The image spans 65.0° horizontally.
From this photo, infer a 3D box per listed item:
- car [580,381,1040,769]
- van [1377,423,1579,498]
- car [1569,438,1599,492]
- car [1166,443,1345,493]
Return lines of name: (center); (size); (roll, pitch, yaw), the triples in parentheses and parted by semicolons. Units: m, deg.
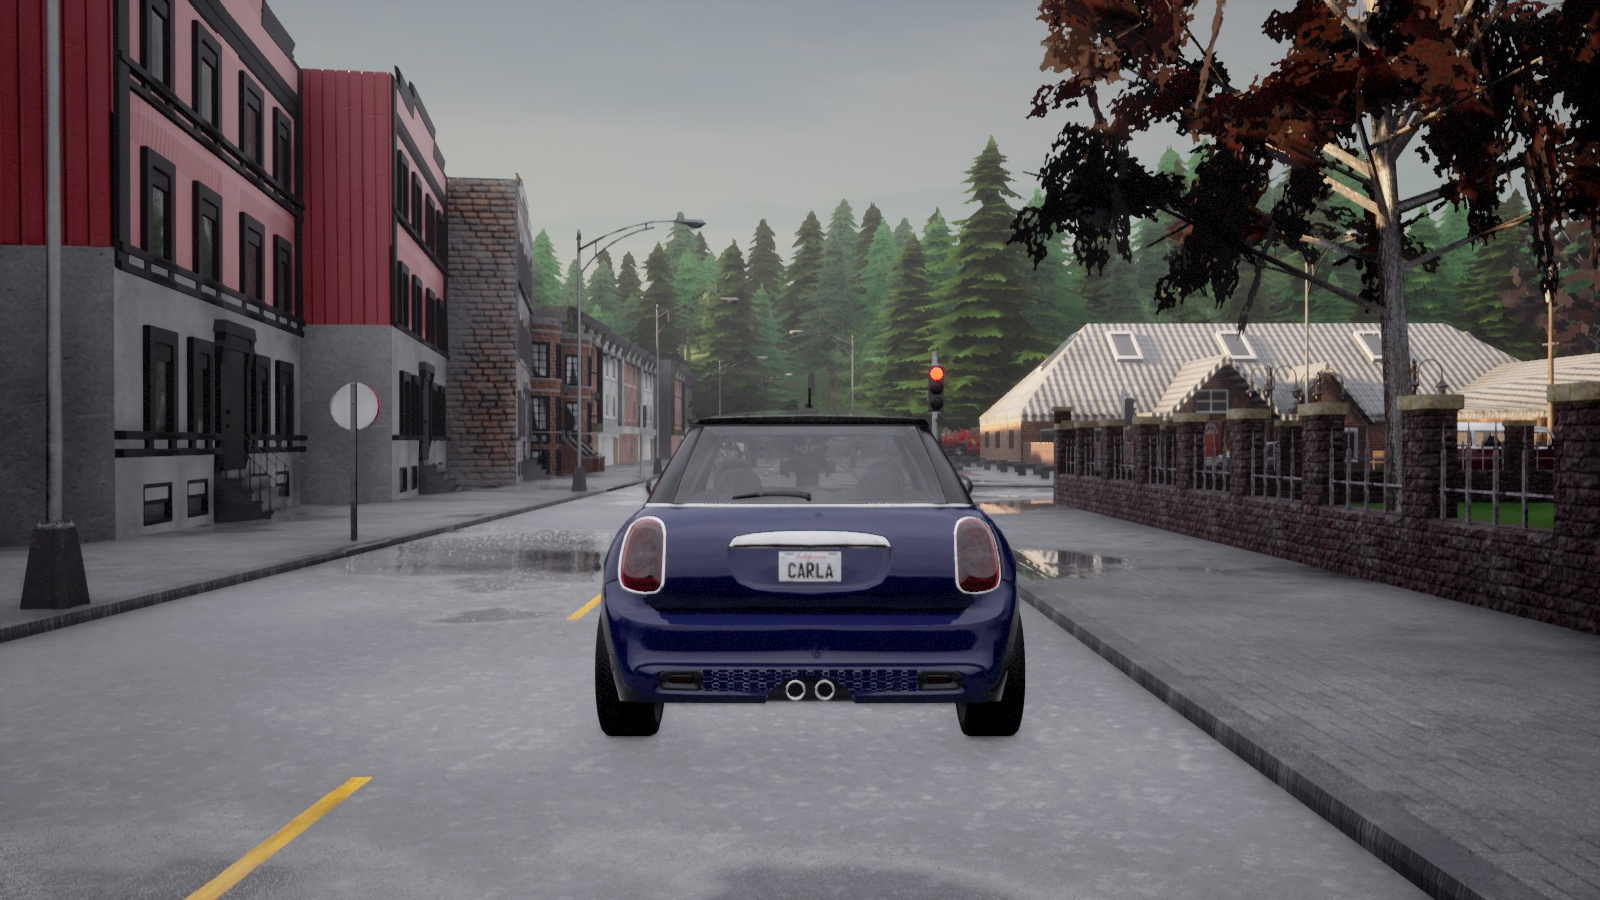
car: (0.059, 0.557, 8.000); (2.097, 1.767, 4.553); (0, 0, 0)
van: (18.718, 0.278, 34.808); (4.480, 2.038, 2.069); (0, 0, -1)
car: (26.774, 0.469, 38.708); (4.856, 1.649, 2.033); (0, 0, 3)
car: (14.011, 0.532, 38.822); (4.892, 1.490, 1.837); (0, 0, 2)
